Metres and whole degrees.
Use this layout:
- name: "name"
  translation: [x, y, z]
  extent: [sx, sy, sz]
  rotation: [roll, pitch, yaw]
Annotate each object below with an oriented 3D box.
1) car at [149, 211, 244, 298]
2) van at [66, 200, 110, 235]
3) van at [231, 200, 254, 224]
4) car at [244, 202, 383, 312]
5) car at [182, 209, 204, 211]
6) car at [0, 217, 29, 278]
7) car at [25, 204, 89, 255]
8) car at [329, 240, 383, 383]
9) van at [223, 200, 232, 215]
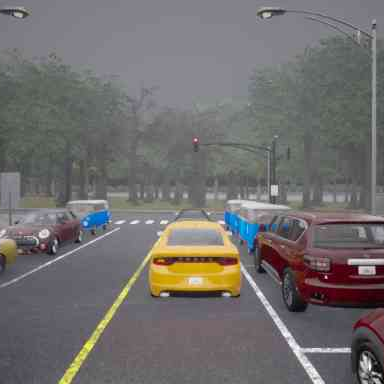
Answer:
- name: "car"
  translation: [0.076, 1.478, 8.578]
  extent: [1.882, 1.535, 5.008]
  rotation: [0, 0, 0]
- name: "van"
  translation: [-5.786, 1.343, 18.489]
  extent: [1.690, 1.788, 3.998]
  rotation: [0, 0, 0]
- name: "van"
  translation: [2.746, 1.342, 13.061]
  extent: [1.690, 1.788, 3.998]
  rotation: [0, 0, 0]
- name: "car"
  translation: [2.753, 1.315, 7.624]
  extent: [2.192, 1.841, 5.009]
  rotation: [0, 0, 0]
- name: "car"
  translation: [0.039, 1.565, 17.500]
  extent: [1.994, 1.385, 4.181]
  rotation: [0, 0, 0]
- name: "car"
  translation: [-5.772, 1.526, 7.444]
  extent: [1.752, 1.417, 4.829]
  rotation: [0, 0, 0]
- name: "car"
  translation: [-5.779, 1.441, 13.051]
  extent: [1.967, 1.590, 4.097]
  rotation: [0, 0, 0]
- name: "car"
  translation: [2.759, 1.440, 2.186]
  extent: [1.967, 1.590, 4.097]
  rotation: [0, 0, 0]
- name: "van"
  translation: [2.739, 1.343, 18.499]
  extent: [1.690, 1.788, 3.998]
  rotation: [0, 0, 0]
